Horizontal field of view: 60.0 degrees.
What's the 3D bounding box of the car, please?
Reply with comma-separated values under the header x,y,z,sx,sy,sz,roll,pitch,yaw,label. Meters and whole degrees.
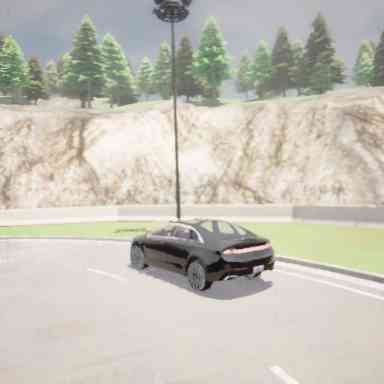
x,y,z,sx,sy,sz,roll,pitch,yaw,label
-0.013,1.483,9.082,2.128,1.511,4.902,-1,0,-36,car
